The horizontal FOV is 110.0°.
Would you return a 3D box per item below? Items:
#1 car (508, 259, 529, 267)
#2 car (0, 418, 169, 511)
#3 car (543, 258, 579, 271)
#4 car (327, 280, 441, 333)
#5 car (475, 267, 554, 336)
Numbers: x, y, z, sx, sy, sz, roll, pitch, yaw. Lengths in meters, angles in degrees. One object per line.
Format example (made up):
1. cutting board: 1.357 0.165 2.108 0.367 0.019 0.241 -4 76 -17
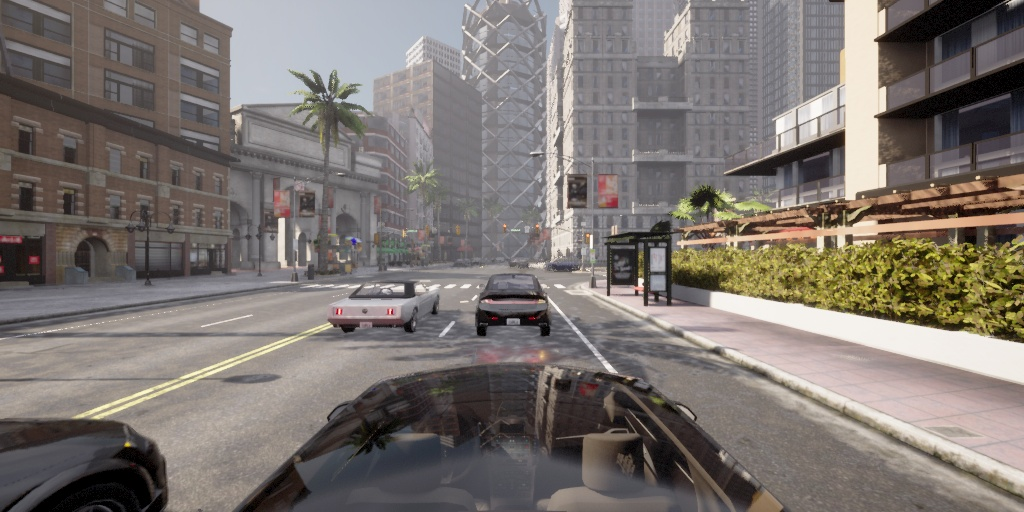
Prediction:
1. car: 1.018 1.241 57.626 2.128 1.511 4.902 -1 0 -27
2. car: -3.384 1.314 0.731 1.994 1.385 4.181 0 0 0
3. car: 6.185 1.101 45.770 4.553 1.767 2.097 0 0 -10
4. car: -3.457 1.351 10.750 1.895 1.301 4.718 0 0 0
5. car: 0.041 1.242 10.370 2.128 1.511 4.902 0 0 0
